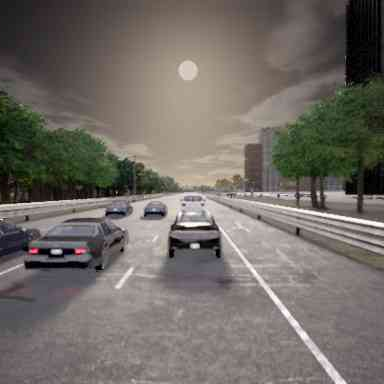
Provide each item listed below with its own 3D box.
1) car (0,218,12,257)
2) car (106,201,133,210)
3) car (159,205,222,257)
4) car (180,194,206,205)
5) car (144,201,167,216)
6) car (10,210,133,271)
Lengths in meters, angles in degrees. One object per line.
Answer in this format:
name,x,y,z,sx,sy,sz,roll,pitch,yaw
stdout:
car,-6.902,1.547,10.815,2.033,1.411,5.357,0,0,0
car,-6.910,1.554,31.957,1.994,1.385,4.181,0,0,0
car,0.097,1.490,12.946,2.128,1.511,4.902,0,0,0
car,0.089,1.213,30.210,2.150,2.045,5.566,0,0,0
car,-3.411,1.554,31.863,1.994,1.385,4.181,0,0,0
car,-3.402,1.547,10.862,2.033,1.411,5.357,0,0,0
